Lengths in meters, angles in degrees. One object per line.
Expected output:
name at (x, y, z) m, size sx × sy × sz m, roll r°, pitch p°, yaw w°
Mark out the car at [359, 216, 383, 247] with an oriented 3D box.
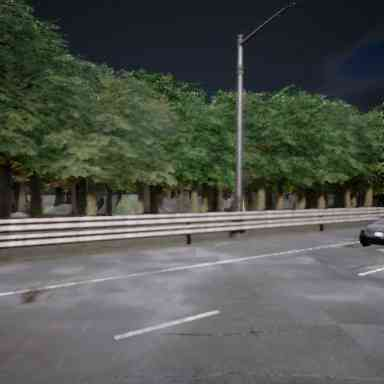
car at (9.221, 1.727, 14.653) m, size 4.181 × 1.385 × 1.994 m, roll 2°, pitch -1°, yaw -35°
